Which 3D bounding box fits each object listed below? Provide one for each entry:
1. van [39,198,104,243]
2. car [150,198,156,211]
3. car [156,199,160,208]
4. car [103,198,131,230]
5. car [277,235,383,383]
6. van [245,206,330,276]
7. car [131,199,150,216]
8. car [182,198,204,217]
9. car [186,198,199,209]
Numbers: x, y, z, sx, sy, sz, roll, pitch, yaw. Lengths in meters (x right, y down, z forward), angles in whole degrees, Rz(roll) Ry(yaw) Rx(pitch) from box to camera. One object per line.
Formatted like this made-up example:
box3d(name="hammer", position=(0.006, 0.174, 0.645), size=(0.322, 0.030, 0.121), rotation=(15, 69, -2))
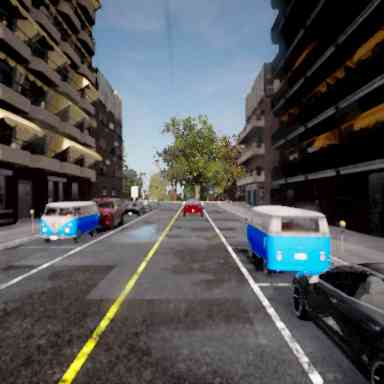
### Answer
box3d(name="van", position=(-5.678, 1.360, 15.770), size=(1.690, 1.788, 3.998), rotation=(1, 0, 0))
box3d(name="car", position=(-5.685, 1.604, 38.417), size=(2.008, 1.369, 4.403), rotation=(1, 0, 0))
box3d(name="car", position=(-5.780, 1.623, 49.736), size=(2.008, 1.369, 4.403), rotation=(1, 0, 0))
box3d(name="car", position=(-5.679, 1.342, 21.432), size=(2.192, 1.841, 5.009), rotation=(1, 0, 0))
box3d(name="car", position=(2.708, 1.571, 4.410), size=(1.947, 1.339, 4.313), rotation=(1, 0, 0))
box3d(name="van", position=(2.689, 1.354, 10.071), size=(1.690, 1.788, 3.998), rotation=(1, 0, 0))
box3d(name="car", position=(-5.684, 1.610, 32.756), size=(1.947, 1.339, 4.313), rotation=(1, 0, 0))
box3d(name="car", position=(0.095, 1.520, 31.835), size=(1.882, 1.535, 5.008), rotation=(0, 0, 0))
box3d(name="car", position=(0.072, 1.593, 46.716), size=(1.812, 1.442, 4.674), rotation=(0, 0, 0))
